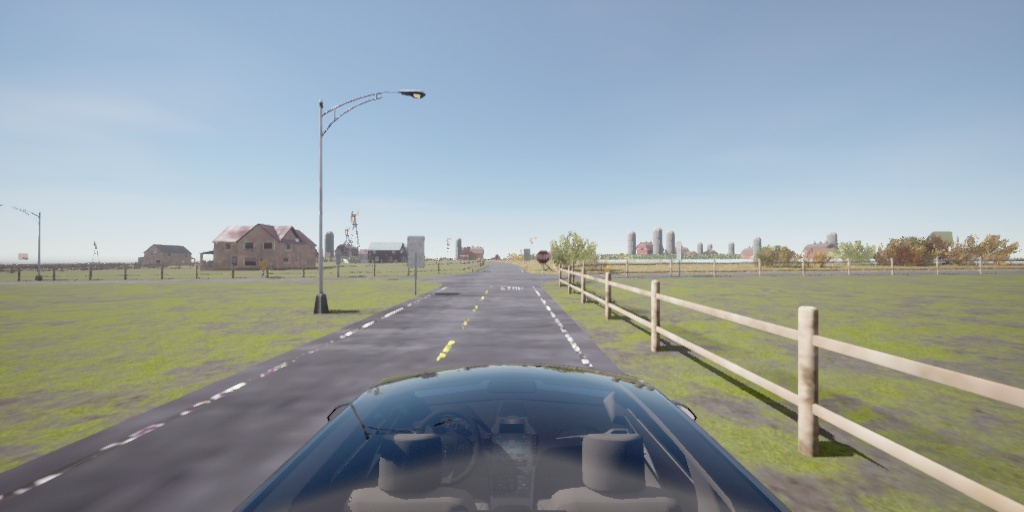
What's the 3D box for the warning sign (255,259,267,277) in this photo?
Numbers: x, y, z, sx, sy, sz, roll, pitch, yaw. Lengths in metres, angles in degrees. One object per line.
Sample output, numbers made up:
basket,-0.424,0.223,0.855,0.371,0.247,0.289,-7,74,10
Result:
warning sign,-25.791,1.217,37.142,1.060,1.860,1.300,0,0,-1
